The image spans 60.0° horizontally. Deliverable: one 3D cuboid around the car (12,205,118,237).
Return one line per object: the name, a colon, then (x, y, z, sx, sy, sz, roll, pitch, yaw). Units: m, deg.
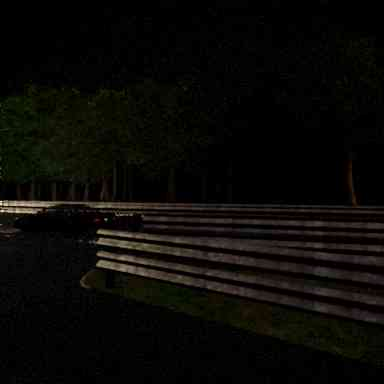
car: (-6.236, 1.323, 16.301, 5.357, 1.411, 2.033, 0, 0, 24)
